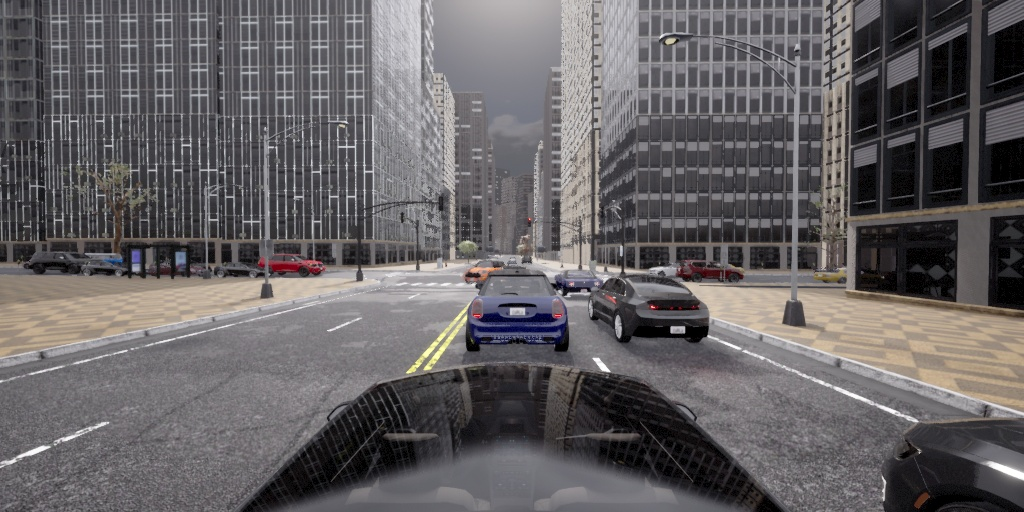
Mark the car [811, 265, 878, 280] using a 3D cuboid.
[{"bbox_3d":[32.502,1.604,35.158,4.718,1.301,1.895,1,1,1],"label":"car"}]

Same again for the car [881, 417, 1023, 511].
[{"bbox_3d":[3.344,1.255,0.298,1.837,1.490,4.892,0,0,0],"label":"car"}]

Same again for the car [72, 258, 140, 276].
[{"bbox_3d":[-34.050,1.070,30.604,4.313,1.339,1.948,0,0,1],"label":"car"}]

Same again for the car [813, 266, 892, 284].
[{"bbox_3d":[27.686,1.579,29.473,4.829,1.417,1.751,0,0,1],"label":"car"}]

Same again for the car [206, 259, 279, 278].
[{"bbox_3d":[-22.686,1.174,30.280,4.313,1.339,1.948,0,0,1],"label":"car"}]

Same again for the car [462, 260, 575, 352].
[{"bbox_3d":[0.111,1.099,9.091,2.097,1.767,4.553,0,0,0],"label":"car"}]

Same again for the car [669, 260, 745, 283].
[{"bbox_3d":[16.238,1.269,29.689,5.009,1.841,2.192,0,0,1],"label":"car"}]

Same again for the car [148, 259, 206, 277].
[{"bbox_3d":[-28.370,1.138,30.422,4.207,1.307,1.802,0,0,1],"label":"car"}]

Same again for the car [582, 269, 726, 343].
[{"bbox_3d":[3.362,1.251,9.697,1.837,1.490,4.892,0,0,0],"label":"car"}]

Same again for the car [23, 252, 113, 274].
[{"bbox_3d":[-41.327,0.616,33.402,5.566,2.045,2.150,1,1,2],"label":"car"}]

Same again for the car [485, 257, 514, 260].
[{"bbox_3d":[-1.968,1.144,27.756,2.097,1.767,4.553,1,0,24],"label":"car"}]

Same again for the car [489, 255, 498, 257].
[{"bbox_3d":[-3.234,0.925,60.573,2.150,2.045,5.566,0,0,0],"label":"car"}]

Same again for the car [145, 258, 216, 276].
[{"bbox_3d":[-30.591,0.997,33.159,4.892,1.490,1.837,1,1,1],"label":"car"}]

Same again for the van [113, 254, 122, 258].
[{"bbox_3d":[-45.227,0.605,39.283,3.998,1.789,1.690,0,0,1],"label":"van"}]

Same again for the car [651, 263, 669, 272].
[{"bbox_3d":[15.946,1.384,35.469,4.674,1.442,1.812,0,1,-1],"label":"car"}]

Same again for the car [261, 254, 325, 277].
[{"bbox_3d":[-20.231,0.808,32.928,5.566,2.045,2.150,0,1,1],"label":"car"}]

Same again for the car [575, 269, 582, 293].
[{"bbox_3d":[3.378,1.341,19.007,1.895,1.301,4.718,0,0,0],"label":"car"}]
